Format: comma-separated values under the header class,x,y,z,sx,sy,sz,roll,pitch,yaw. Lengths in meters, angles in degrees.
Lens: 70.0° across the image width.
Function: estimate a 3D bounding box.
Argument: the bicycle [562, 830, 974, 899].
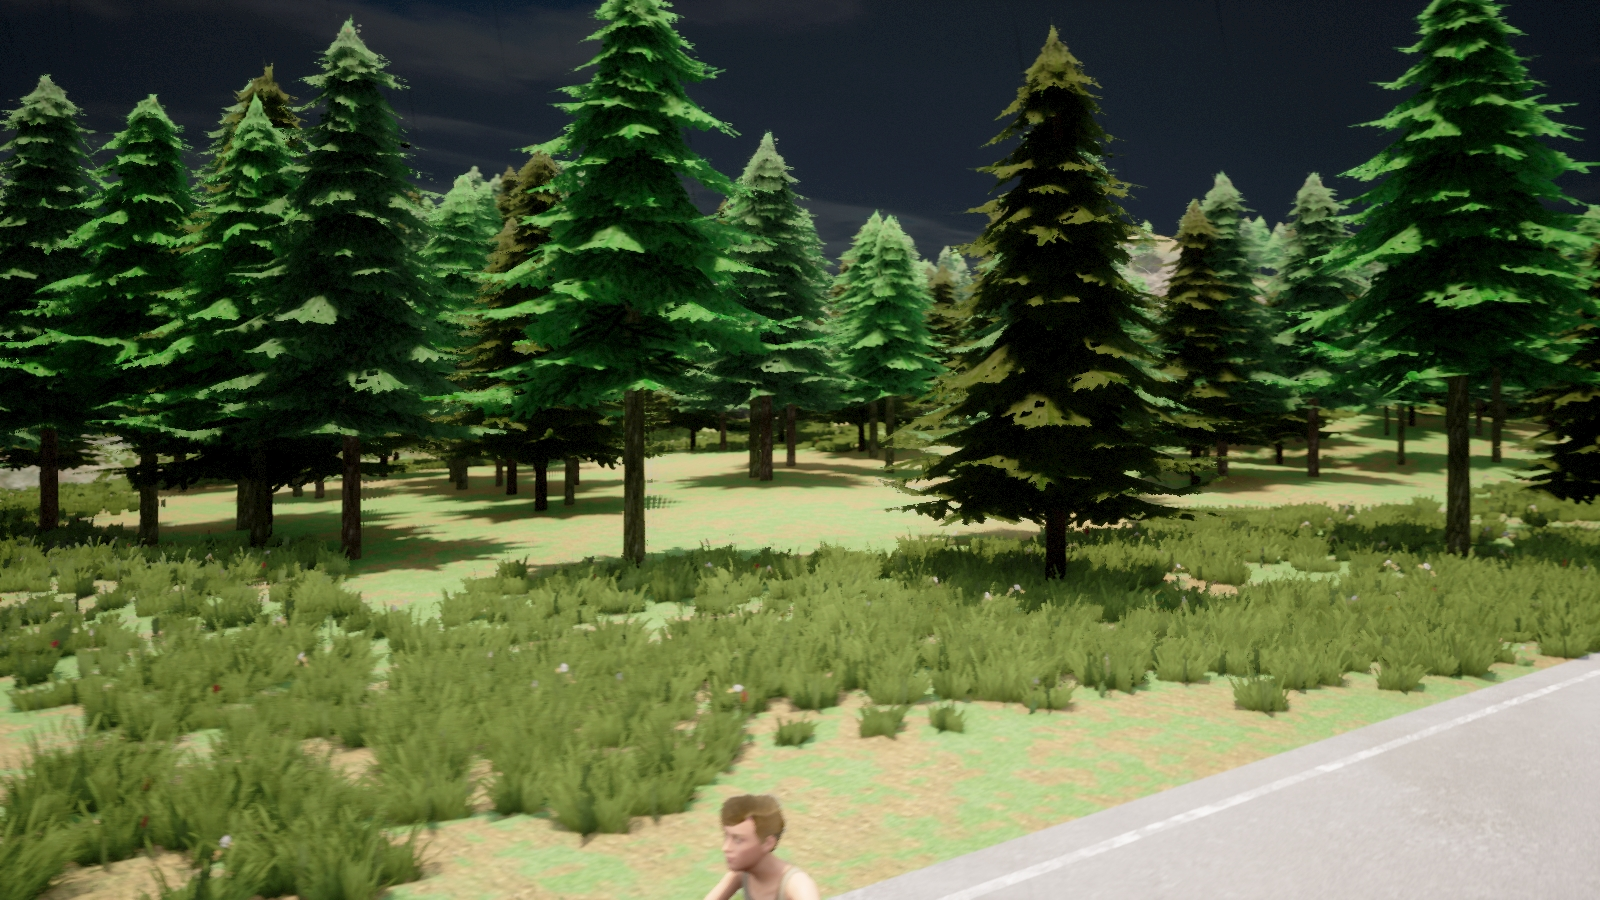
class,x,y,z,sx,sy,sz,roll,pitch,yaw
bicycle,-0.224,2.127,3.976,1.487,1.080,0.859,0,0,-39
